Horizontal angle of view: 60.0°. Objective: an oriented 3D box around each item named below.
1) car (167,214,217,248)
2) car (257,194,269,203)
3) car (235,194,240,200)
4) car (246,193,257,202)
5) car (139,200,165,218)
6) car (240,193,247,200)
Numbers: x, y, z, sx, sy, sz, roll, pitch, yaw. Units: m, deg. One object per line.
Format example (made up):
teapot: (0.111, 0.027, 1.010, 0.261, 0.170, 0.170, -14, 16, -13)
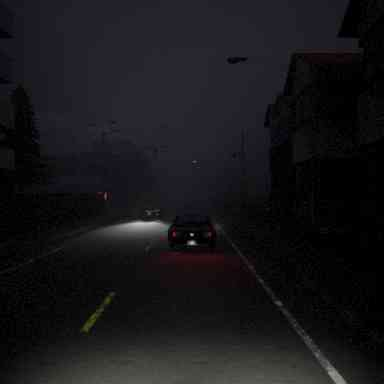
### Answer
car: (0.000, 1.615, 14.680, 1.895, 1.301, 4.718, 0, 0, 0)
car: (14.489, 1.246, 60.655, 3.806, 1.475, 1.970, 0, 0, 0)
car: (13.751, 1.111, 82.772, 4.605, 1.855, 1.932, 0, 0, 0)
car: (14.165, 1.168, 67.072, 5.027, 1.636, 2.152, 0, 0, 0)
car: (-3.500, 1.519, 29.610, 2.128, 1.511, 4.902, 0, 0, 0)
car: (14.164, 1.091, 79.867, 3.866, 1.878, 1.905, 0, 0, 0)
